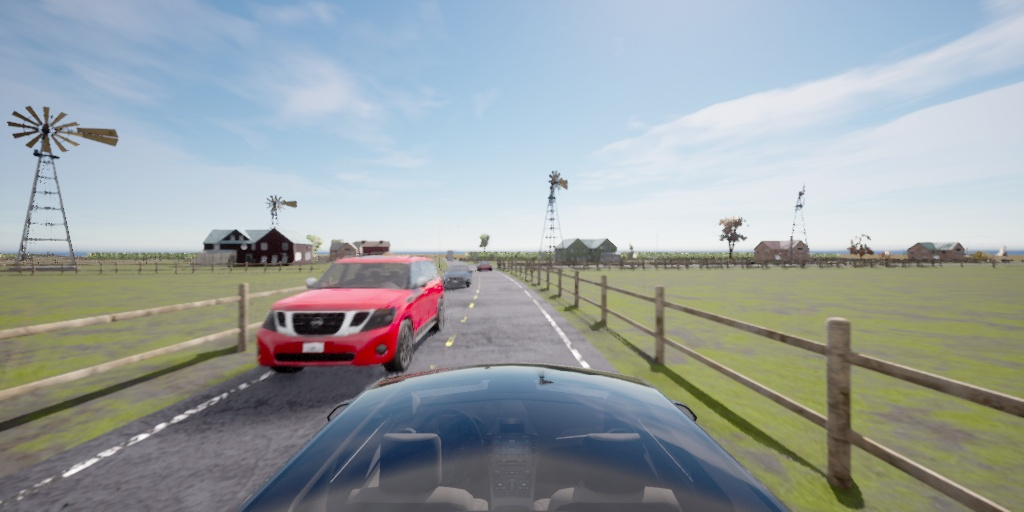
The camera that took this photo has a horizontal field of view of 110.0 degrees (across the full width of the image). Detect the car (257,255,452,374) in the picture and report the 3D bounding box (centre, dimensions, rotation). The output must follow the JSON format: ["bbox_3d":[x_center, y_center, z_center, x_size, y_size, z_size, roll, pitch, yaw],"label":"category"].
[{"bbox_3d":[-2.914,0.999,7.960,2.150,2.045,5.566,0,0,-1],"label":"car"}]

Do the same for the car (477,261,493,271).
[{"bbox_3d":[-3.910,1.429,51.092,1.994,1.385,4.181,0,0,-9],"label":"car"}]

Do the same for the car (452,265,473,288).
[{"bbox_3d":[-3.643,1.344,24.391,1.812,1.442,4.674,0,0,-3],"label":"car"}]
